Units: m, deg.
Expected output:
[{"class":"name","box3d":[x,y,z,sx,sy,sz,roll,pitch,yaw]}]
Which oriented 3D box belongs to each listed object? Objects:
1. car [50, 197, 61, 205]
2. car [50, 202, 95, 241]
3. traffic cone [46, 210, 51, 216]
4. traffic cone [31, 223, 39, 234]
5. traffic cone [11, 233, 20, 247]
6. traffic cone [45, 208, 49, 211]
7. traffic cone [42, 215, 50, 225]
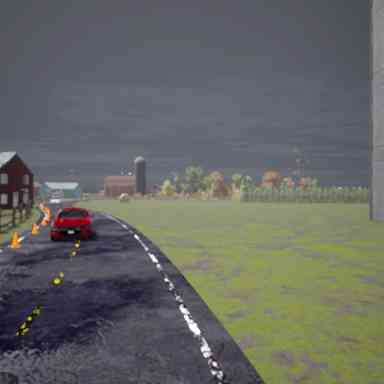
[{"class":"car","box3d":[-26.225,1.782,63.884,1.812,1.442,4.674,0,0,-22]},{"class":"car","box3d":[-6.194,1.536,17.389,1.882,1.535,5.008,0,0,-17]},{"class":"traffic cone","box3d":[-12.067,2.055,27.910,0.340,0.580,0.340,0,0,-21]},{"class":"traffic cone","box3d":[-8.790,2.019,18.641,0.340,0.580,0.340,0,0,-18]},{"class":"traffic cone","box3d":[-7.387,2.000,13.928,0.340,0.580,0.340,0,0,-16]},{"class":"traffic cone","box3d":[-13.937,2.073,32.457,0.340,0.580,0.340,0,0,-23]},{"class":"traffic cone","box3d":[-10.350,2.037,23.303,0.340,0.580,0.340,0,0,-19]}]
